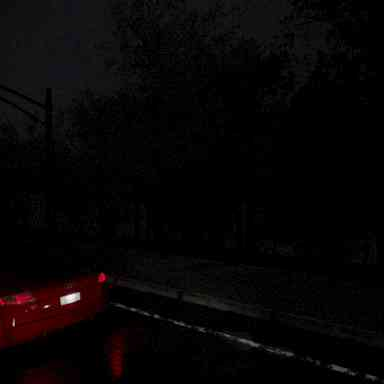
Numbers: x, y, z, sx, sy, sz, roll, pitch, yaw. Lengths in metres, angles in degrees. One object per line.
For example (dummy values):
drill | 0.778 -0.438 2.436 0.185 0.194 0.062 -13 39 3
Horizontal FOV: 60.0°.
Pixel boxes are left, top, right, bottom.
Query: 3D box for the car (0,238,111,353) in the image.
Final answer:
car | -3.453 1.564 6.142 4.181 1.385 1.994 0 0 35
